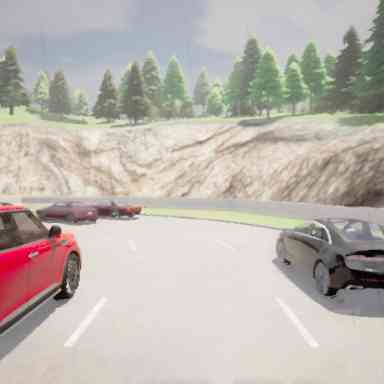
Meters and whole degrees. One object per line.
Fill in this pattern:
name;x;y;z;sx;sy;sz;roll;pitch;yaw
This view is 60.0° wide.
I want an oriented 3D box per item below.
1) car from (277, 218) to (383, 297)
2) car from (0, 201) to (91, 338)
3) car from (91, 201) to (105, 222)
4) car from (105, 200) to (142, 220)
car;3.541;1.379;8.269;2.128;1.511;4.902;0;1;-1
car;-3.430;1.150;4.906;2.150;2.045;5.566;0;1;-1
car;-8.088;1.260;21.385;4.181;1.385;1.994;0;1;26
car;-6.138;1.257;24.426;4.718;1.301;1.895;0;1;26
